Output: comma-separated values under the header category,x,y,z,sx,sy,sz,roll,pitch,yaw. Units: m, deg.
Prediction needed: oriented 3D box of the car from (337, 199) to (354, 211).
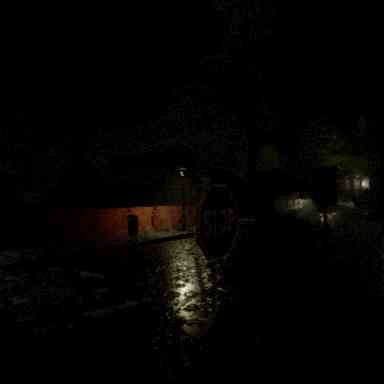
category,x,y,z,sx,sy,sz,roll,pitch,yaw
car,19.605,1.661,42.848,1.812,1.442,4.674,-1,-1,35
